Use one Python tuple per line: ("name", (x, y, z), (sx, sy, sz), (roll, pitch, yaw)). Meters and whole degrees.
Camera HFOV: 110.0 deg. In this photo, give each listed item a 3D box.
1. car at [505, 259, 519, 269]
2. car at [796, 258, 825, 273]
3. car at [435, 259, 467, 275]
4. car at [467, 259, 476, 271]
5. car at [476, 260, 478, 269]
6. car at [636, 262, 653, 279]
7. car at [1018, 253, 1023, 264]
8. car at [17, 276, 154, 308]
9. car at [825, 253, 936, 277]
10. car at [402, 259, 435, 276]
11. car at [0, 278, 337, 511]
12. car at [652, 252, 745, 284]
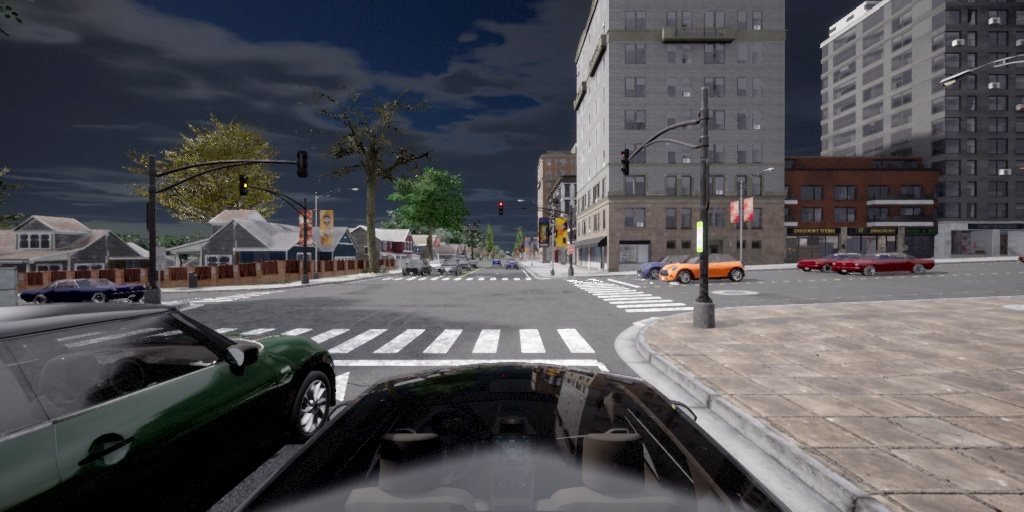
("car", (0.025, 1.330, 58.271), (1.812, 1.442, 4.674), (0, 0, 0))
("car", (22.730, 0.480, 24.993), (4.718, 1.301, 1.895), (-2, 0, -1))
("car", (-6.639, 1.257, 39.525), (2.128, 1.511, 4.902), (0, 0, 0))
("car", (-6.656, 1.328, 49.243), (2.033, 1.411, 5.357), (0, 0, 0))
("car", (-6.658, 1.313, 59.589), (1.837, 1.490, 4.892), (0, 0, 0))
("car", (11.099, 0.676, 25.015), (4.553, 1.767, 2.097), (-2, 0, 2))
("car", (38.568, -0.177, 25.032), (4.674, 1.442, 1.812), (-2, 0, 0))
("car", (-21.636, 1.804, 18.338), (4.718, 1.301, 1.895), (-2, 0, 0))
("car", (22.318, 0.506, 21.738), (4.718, 1.301, 1.895), (-2, 0, 0))
("car", (-9.889, 1.115, 37.446), (2.097, 1.767, 4.553), (0, 0, 0))
("car", (-3.151, 1.102, 2.461), (2.097, 1.767, 4.553), (0, 0, 0))
("car", (11.353, 0.677, 21.695), (4.553, 1.767, 2.097), (-2, 0, 0))
